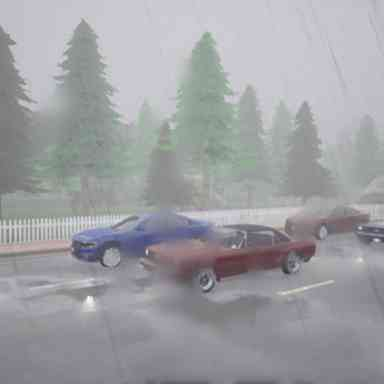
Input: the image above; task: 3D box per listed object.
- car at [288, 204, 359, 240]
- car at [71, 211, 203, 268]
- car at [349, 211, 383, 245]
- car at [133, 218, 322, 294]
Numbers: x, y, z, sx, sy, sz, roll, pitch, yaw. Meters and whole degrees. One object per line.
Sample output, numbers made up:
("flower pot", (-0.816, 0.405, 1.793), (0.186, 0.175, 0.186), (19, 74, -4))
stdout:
("car", (6.807, 1.397, 16.630), (5.008, 1.535, 1.882), (0, 0, -32))
("car", (-1.480, 1.447, 11.332), (5.008, 1.535, 1.882), (0, 0, -33))
("car", (8.934, 1.520, 13.881), (4.718, 1.301, 1.895), (0, 0, -32))
("car", (1.070, 1.568, 8.835), (4.718, 1.301, 1.895), (0, 0, -33))
